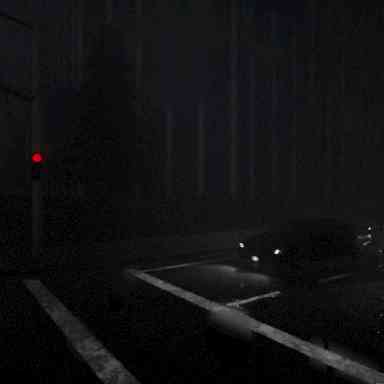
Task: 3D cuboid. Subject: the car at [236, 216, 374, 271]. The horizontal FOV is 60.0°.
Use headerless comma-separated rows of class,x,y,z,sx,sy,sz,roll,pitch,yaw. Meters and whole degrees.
car,3.989,1.542,11.139,5.357,1.411,2.033,0,0,-36
